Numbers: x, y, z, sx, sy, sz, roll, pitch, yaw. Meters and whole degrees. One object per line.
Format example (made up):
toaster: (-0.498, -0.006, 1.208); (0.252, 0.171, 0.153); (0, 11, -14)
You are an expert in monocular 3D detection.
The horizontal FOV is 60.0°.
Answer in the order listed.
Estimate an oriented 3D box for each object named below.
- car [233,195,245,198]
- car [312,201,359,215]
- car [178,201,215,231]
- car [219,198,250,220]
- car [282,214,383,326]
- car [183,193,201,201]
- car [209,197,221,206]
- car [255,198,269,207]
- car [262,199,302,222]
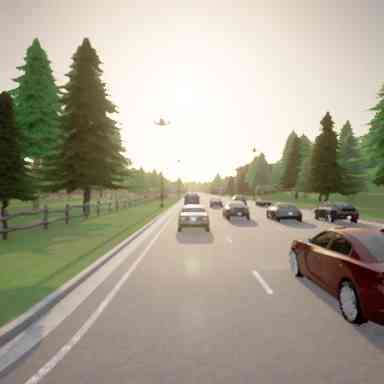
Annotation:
car: (7.043, 1.278, 50.135); (2.097, 1.767, 4.553); (0, 0, 1)
car: (10.597, 1.468, 24.841); (1.837, 1.490, 4.892); (0, 0, 0)
car: (0.097, 1.518, 20.370); (2.033, 1.411, 5.357); (0, 0, 0)
car: (3.583, 1.485, 27.435); (1.812, 1.442, 4.674); (0, 0, 0)
car: (3.599, 1.467, 7.100); (1.882, 1.535, 5.008); (0, 0, 0)
car: (0.000, 1.157, 45.599); (2.150, 2.045, 5.566); (0, 0, 0)
car: (3.524, 1.477, 48.249); (2.033, 1.411, 5.357); (0, 0, 1)
car: (10.529, 1.529, 48.878); (1.895, 1.301, 4.718); (0, 0, 1)
car: (7.097, 1.526, 25.978); (1.994, 1.385, 4.181); (0, 0, 0)
